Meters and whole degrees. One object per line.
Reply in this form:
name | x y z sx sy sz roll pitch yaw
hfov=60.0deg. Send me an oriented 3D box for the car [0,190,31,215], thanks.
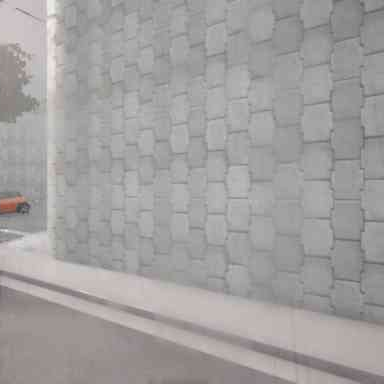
car | -13.423 0.824 22.236 2.097 1.767 4.553 0 6 37
